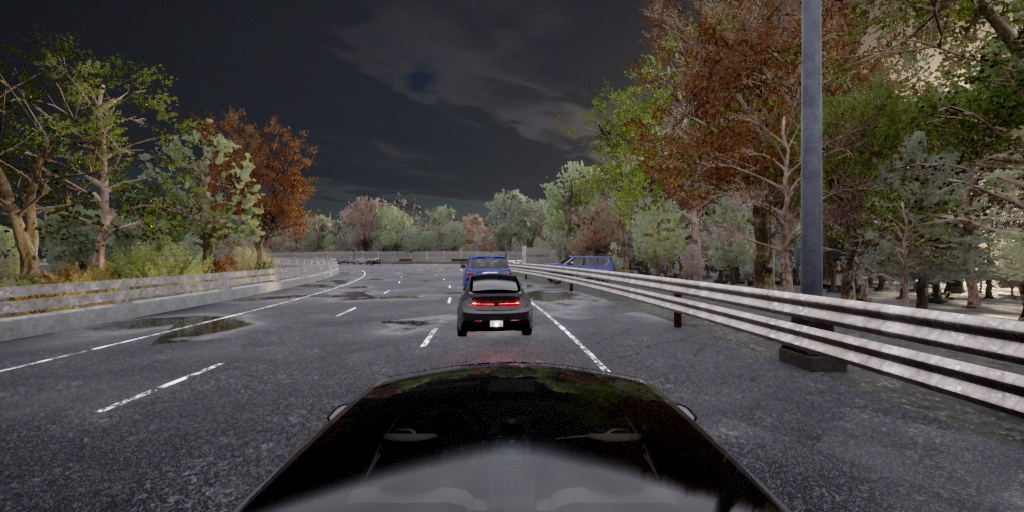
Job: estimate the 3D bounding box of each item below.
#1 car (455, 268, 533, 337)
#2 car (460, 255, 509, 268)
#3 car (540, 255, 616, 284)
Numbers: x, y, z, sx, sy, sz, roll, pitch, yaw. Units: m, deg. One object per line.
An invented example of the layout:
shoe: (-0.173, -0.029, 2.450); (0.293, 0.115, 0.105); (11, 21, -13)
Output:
car: (-0.558, 1.255, 10.366); (1.837, 1.490, 4.892); (0, 0, -5)
car: (-1.329, 0.971, 17.838); (2.150, 2.045, 5.566); (0, 0, -9)
car: (4.819, 0.966, 26.152); (5.566, 2.045, 2.150); (3, 2, -7)
